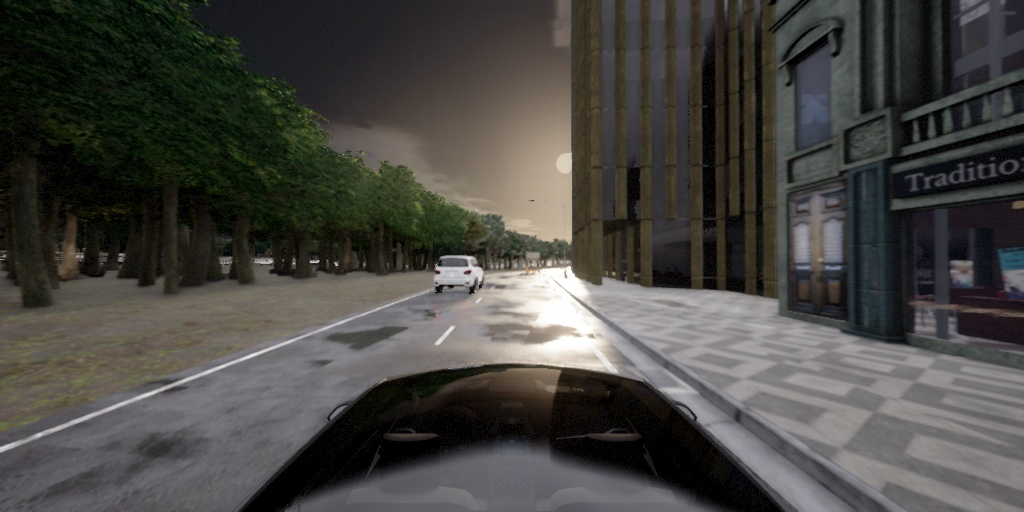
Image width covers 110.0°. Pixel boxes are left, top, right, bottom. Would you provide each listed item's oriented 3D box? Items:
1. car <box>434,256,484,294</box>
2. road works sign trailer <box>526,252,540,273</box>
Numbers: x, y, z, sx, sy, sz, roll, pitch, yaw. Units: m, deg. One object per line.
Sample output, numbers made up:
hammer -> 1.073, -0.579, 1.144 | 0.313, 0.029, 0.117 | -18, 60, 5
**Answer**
car -> -2.984, 1.026, 21.044 | 2.150, 2.045, 5.566 | 0, 0, 2
road works sign trailer -> 3.402, 1.013, 58.192 | 2.380, 3.560, 2.880 | 0, 0, 1
